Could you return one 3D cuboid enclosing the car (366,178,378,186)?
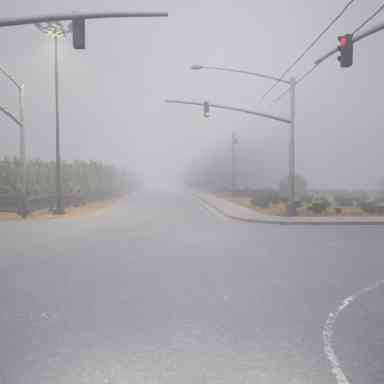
[{"bbox_3d":[42.108,-2.258,77.560,1.905,1.878,3.866,10,10,41],"label":"car"}]
